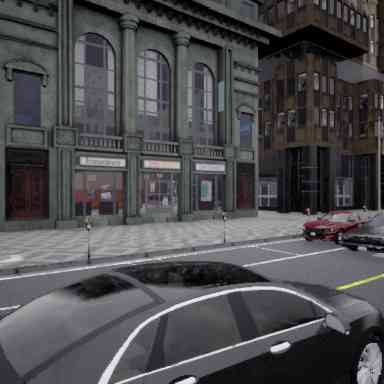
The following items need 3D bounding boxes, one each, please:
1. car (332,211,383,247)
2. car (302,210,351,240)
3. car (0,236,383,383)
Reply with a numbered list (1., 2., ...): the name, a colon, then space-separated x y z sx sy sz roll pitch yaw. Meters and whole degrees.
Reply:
1. car: 8.003 1.550 12.947 5.357 1.411 2.033 0 0 -36
2. car: 6.996 1.547 15.505 4.507 1.381 1.887 0 0 -35
3. car: 0.187 1.504 3.444 4.892 1.490 1.837 0 0 -36
